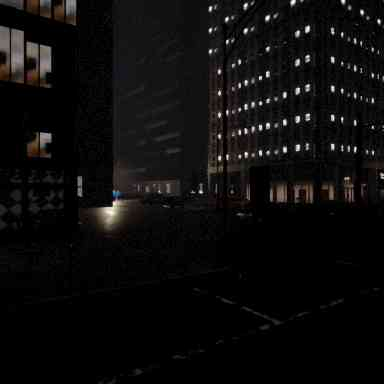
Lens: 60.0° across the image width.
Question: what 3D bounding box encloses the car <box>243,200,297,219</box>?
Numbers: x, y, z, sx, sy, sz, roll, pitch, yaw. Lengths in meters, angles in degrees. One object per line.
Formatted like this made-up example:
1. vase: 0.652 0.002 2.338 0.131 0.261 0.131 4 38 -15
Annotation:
1. car: 6.401 1.399 26.551 1.802 1.307 4.206 1 0 -32

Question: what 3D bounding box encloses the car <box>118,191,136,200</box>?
1. car: -13.127 0.876 65.724 1.994 1.385 4.181 0 1 -36

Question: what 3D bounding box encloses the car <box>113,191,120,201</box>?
1. car: -14.992 0.920 58.883 1.887 1.381 4.507 1 0 -35

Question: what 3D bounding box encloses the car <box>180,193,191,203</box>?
1. car: -1.876 0.927 54.343 1.967 1.590 4.097 1 0 -35

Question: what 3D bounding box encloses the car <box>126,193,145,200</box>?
1. car: -11.522 0.864 67.789 1.947 1.339 4.313 1 0 -36

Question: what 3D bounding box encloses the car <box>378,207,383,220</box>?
1. car: 14.343 1.406 20.643 4.902 1.511 2.128 1 1 43

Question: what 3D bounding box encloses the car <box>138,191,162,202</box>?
1. car: -7.308 0.779 57.550 2.097 1.767 4.553 0 1 -35

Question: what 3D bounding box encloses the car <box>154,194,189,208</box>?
1. car: -2.496 1.212 40.507 1.802 1.307 4.206 1 0 -33

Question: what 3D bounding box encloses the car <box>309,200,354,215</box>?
1. car: 13.020 1.377 31.244 1.802 1.307 4.206 1 0 -32

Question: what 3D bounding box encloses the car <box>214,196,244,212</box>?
1. car: 4.301 1.200 34.633 1.882 1.535 5.008 0 0 -32

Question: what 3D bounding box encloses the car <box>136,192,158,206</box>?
1. car: -5.445 1.094 45.003 1.752 1.417 4.829 1 0 -33
